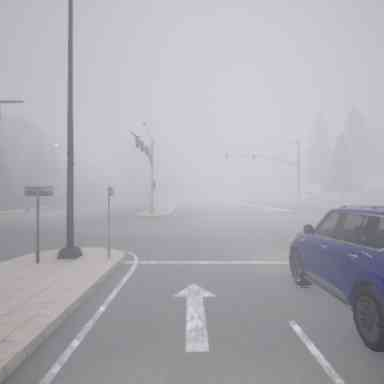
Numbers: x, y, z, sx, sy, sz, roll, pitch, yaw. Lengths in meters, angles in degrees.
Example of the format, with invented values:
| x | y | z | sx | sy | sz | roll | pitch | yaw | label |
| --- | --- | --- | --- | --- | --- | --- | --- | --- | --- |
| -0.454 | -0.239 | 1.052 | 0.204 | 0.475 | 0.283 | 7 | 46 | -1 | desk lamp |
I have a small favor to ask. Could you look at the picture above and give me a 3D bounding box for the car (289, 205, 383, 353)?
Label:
| x | y | z | sx | sy | sz | roll | pitch | yaw | label |
| --- | --- | --- | --- | --- | --- | --- | --- | --- | --- |
| 3.588 | 1.252 | 6.316 | 2.150 | 2.045 | 5.566 | 0 | 0 | 0 | car |
